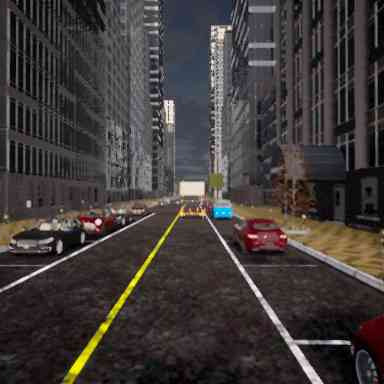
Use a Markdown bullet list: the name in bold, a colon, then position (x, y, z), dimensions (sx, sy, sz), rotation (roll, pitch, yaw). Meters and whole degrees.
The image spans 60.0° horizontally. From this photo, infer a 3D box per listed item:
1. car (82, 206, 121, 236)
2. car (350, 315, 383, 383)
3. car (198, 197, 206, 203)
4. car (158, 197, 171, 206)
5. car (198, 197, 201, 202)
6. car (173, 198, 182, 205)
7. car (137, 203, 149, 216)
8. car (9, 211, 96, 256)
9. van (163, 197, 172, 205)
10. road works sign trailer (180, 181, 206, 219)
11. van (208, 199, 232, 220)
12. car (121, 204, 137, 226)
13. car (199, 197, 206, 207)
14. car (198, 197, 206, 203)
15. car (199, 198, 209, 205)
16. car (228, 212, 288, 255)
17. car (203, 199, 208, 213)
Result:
- **car**: position (-5.681, 1.609, 19.294), dimensions (1.967, 1.590, 4.097), rotation (0, 0, 0)
- **car**: position (2.690, 1.603, 2.206), dimensions (1.802, 1.307, 4.206), rotation (0, -1, 0)
- **car**: position (2.735, 2.121, 87.594), dimensions (1.967, 1.590, 4.097), rotation (0, 0, 0)
- **car**: position (-5.658, 2.078, 64.831), dimensions (2.008, 1.369, 4.403), rotation (0, 0, 0)
- **car**: position (2.726, 2.119, 70.516), dimensions (2.008, 1.369, 4.403), rotation (0, 0, 0)
- **car**: position (-2.964, 2.099, 71.677), dimensions (2.128, 1.511, 4.902), rotation (0, 0, 0)
- **car**: position (-5.673, 1.886, 36.369), dimensions (1.802, 1.307, 4.206), rotation (0, 0, 0)
- **car**: position (-5.684, 1.673, 13.600), dimensions (2.008, 1.369, 4.403), rotation (0, 0, 0)
- **van**: position (-5.652, 1.949, 76.218), dimensions (1.690, 1.788, 3.998), rotation (0, 0, 0)
- **road works sign trailer**: position (0.016, 0.731, 31.699), dimensions (2.380, 3.560, 2.880), rotation (0, 0, 0)
- **van**: position (2.705, 1.599, 30.672), dimensions (1.690, 1.788, 3.998), rotation (0, 0, 0)
- **car**: position (-5.678, 1.764, 24.985), dimensions (2.008, 1.369, 4.403), rotation (0, 0, 0)
- **car**: position (2.720, 2.065, 59.131), dimensions (1.802, 1.307, 4.206), rotation (0, 0, 0)
- **car**: position (2.738, 2.157, 93.286), dimensions (1.967, 1.590, 4.097), rotation (0, 0, 0)
- **car**: position (2.729, 2.159, 76.208), dimensions (2.008, 1.369, 4.403), rotation (0, 0, 0)
- **car**: position (2.697, 1.704, 13.594), dimensions (1.802, 1.307, 4.206), rotation (0, 0, 0)
- **car**: position (2.711, 1.930, 42.054), dimensions (1.802, 1.307, 4.206), rotation (0, 0, 0)
